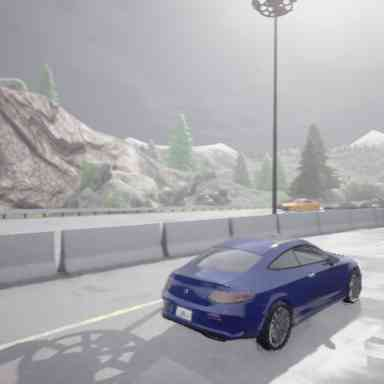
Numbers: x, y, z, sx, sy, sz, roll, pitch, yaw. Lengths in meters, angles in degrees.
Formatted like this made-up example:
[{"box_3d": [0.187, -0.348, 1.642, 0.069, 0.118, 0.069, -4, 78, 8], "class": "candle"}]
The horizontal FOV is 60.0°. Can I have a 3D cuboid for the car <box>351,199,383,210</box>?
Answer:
[{"box_3d": [18.249, 1.445, 32.698, 4.553, 1.767, 2.097, 0, 0, -32], "class": "car"}]

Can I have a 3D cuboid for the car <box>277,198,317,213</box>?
[{"box_3d": [12.108, 1.529, 37.077, 5.008, 1.535, 1.882, 0, 0, -33], "class": "car"}]

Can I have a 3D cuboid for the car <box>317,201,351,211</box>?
[{"box_3d": [15.747, 1.640, 35.254, 4.181, 1.385, 1.994, 0, 0, -32], "class": "car"}]

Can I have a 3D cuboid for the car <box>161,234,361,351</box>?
[{"box_3d": [1.532, 1.529, 6.235, 4.674, 1.442, 1.812, 0, 0, -44], "class": "car"}]
